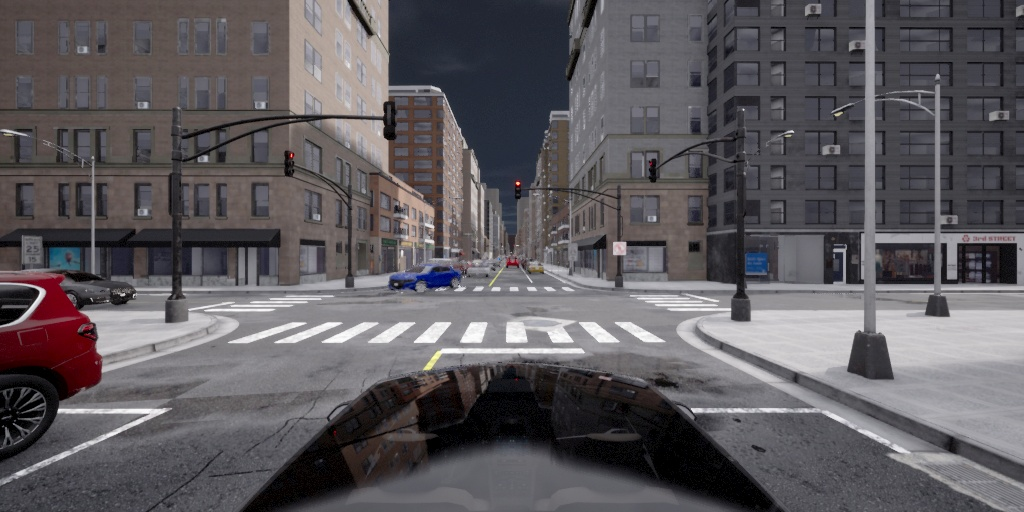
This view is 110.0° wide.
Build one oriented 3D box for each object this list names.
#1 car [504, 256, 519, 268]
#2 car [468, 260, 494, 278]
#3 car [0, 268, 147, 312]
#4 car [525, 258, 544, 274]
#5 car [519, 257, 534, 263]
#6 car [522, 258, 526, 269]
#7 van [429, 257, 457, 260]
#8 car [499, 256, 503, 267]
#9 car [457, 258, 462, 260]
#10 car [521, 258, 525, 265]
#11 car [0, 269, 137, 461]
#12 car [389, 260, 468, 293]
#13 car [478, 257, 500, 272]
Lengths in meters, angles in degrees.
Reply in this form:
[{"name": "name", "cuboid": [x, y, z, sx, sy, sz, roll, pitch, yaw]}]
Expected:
[{"name": "car", "cuboid": [0.121, 0.964, 60.989, 2.150, 2.045, 5.566, 0, 0, 0]}, {"name": "car", "cuboid": [-3.088, 1.347, 34.180, 1.895, 1.301, 4.718, 0, 0, 0]}, {"name": "car", "cuboid": [-17.571, 1.265, 13.872, 4.892, 1.490, 1.837, 0, 0, -2]}, {"name": "car", "cuboid": [2.682, 1.272, 40.483, 1.751, 1.417, 4.829, 0, 0, 0]}, {"name": "car", "cuboid": [2.689, 1.058, 57.096, 2.192, 1.841, 5.009, 0, 0, 0]}, {"name": "car", "cuboid": [2.685, 1.296, 45.908, 2.007, 1.370, 4.403, 0, 0, 0]}, {"name": "van", "cuboid": [-5.848, 1.088, 29.101, 1.690, 1.789, 3.998, 0, 0, 0]}, {"name": "car", "cuboid": [-2.978, 1.297, 63.849, 1.837, 1.490, 4.892, 0, 0, 0]}, {"name": "car", "cuboid": [-5.846, 1.062, 34.697, 2.192, 1.841, 5.009, 0, 0, 0]}, {"name": "car", "cuboid": [2.687, 1.310, 51.502, 1.948, 1.339, 4.313, 0, 0, 0]}, {"name": "car", "cuboid": [-5.858, 1.065, 2.153, 2.192, 1.841, 5.009, 0, 0, 0]}, {"name": "car", "cuboid": [-4.934, 1.225, 21.008, 1.882, 1.535, 5.008, 0, 0, 27]}, {"name": "car", "cuboid": [-3.076, 1.238, 46.825, 2.128, 1.511, 4.902, 0, 0, 0]}]
